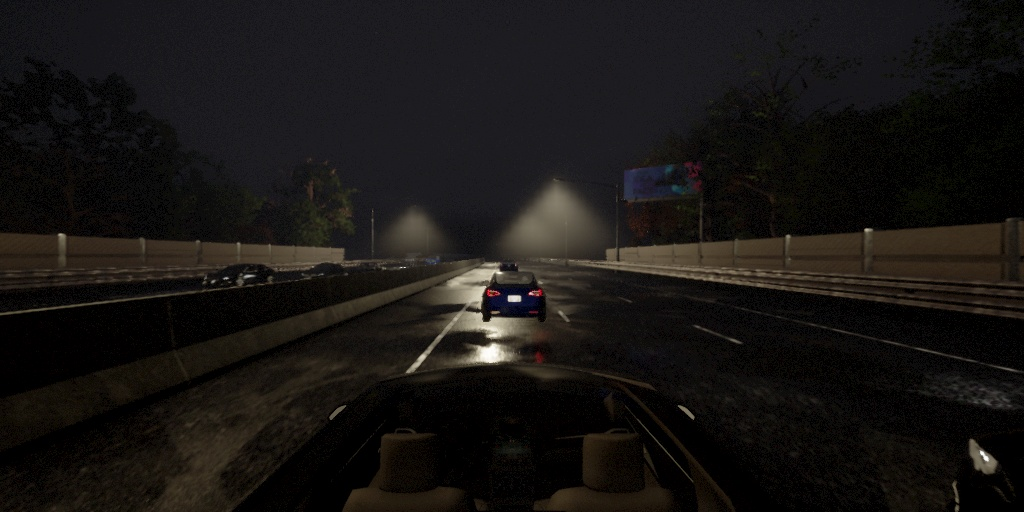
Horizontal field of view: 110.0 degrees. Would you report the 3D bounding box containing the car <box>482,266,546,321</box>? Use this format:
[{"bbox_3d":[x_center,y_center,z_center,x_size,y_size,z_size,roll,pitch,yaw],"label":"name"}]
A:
[{"bbox_3d":[0.055,1.253,12.498,2.163,1.488,4.792,0,0,0],"label":"car"}]

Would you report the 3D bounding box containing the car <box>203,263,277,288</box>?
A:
[{"bbox_3d":[-17.752,1.261,23.682,1.837,1.490,4.892,0,0,-1],"label":"car"}]

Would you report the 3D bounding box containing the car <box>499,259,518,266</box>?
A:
[{"bbox_3d":[-0.384,1.095,42.212,2.097,1.767,4.553,0,0,-1],"label":"car"}]

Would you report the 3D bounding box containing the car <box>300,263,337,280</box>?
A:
[{"bbox_3d":[-14.315,1.280,27.667,1.812,1.442,4.674,0,0,-1],"label":"car"}]

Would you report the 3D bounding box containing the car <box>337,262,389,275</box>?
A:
[{"bbox_3d":[-10.795,1.244,26.989,2.128,1.511,4.902,0,0,-1],"label":"car"}]

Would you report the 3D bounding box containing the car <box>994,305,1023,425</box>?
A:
[{"bbox_3d":[7.093,1.311,2.438,1.994,1.385,4.181,0,0,0],"label":"car"}]

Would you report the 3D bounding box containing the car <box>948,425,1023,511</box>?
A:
[{"bbox_3d":[3.593,1.240,0.105,2.128,1.511,4.902,0,0,0],"label":"car"}]
